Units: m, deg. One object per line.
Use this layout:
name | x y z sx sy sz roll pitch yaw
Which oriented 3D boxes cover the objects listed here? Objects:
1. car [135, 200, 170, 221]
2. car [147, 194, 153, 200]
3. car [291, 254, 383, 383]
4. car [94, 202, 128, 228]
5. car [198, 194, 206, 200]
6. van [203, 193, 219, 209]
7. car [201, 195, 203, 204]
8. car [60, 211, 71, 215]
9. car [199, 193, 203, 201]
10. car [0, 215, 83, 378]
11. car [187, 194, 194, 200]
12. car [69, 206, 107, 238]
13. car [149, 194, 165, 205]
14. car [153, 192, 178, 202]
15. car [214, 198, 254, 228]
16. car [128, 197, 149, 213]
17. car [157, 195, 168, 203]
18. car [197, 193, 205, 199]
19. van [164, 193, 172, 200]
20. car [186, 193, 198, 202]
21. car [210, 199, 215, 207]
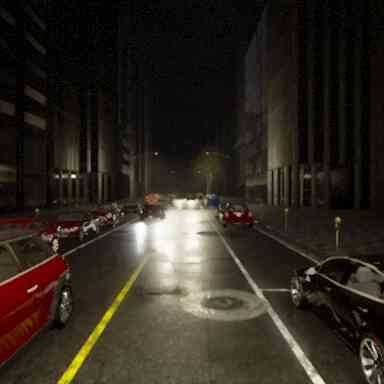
car | -3.107 1.568 27.278 1.895 1.301 4.718 0 0 0
car | -5.844 1.235 50.030 2.192 1.841 5.009 0 0 0
car | 2.845 1.556 4.920 1.947 1.339 4.313 0 0 0
car | -5.742 1.418 21.833 1.967 1.590 4.097 0 0 0
car | 2.558 1.247 83.878 1.967 1.590 4.097 0 0 0
van | 2.702 1.269 44.399 1.690 1.788 3.998 0 0 0
car | 2.682 1.436 50.211 1.752 1.417 4.829 0 0 0
car | -5.701 1.537 10.554 1.887 1.381 4.507 0 0 0
car | 2.647 1.399 61.524 1.752 1.417 4.829 0 0 1
car | -3.109 1.351 3.885 2.097 1.767 4.553 0 0 0
car | -0.304 1.163 84.659 1.812 1.442 4.674 0 0 0
car | -5.722 1.567 16.193 1.802 1.307 4.206 0 0 0
car | -5.865 1.218 55.670 2.192 1.841 5.009 0 0 0
car | -3.144 1.083 40.615 2.128 1.511 4.902 0 0 0
car | 2.784 1.409 21.839 1.967 1.590 4.097 0 0 0
car | -5.783 1.511 33.111 2.008 1.369 4.403 0 0 0
car | -5.905 1.391 66.738 1.752 1.417 4.829 0 0 1
car | 2.516 1.103 95.157 2.192 1.841 5.009 0 0 0
van | -5.967 1.157 83.862 1.690 1.788 3.998 0 0 0
car | -0.266 1.353 74.239 2.128 1.511 4.902 0 0 0
car | 2.763 1.543 27.480 1.802 1.307 4.206 0 0 0
